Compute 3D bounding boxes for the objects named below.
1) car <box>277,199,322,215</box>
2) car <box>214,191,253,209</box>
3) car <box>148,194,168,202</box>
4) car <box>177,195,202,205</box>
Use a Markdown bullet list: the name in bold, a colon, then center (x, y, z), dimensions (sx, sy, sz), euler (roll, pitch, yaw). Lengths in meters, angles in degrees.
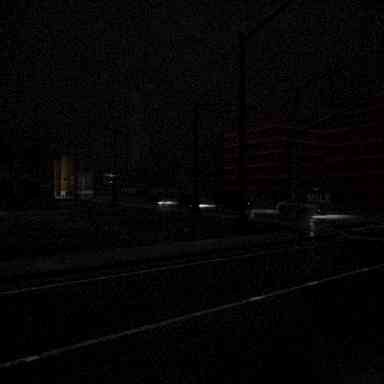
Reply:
- **car**: center (10.446, 1.393, 32.665), dimensions (1.812, 1.442, 4.674), euler (0, 1, -34)
- **car**: center (4.972, 0.950, 40.670), dimensions (2.150, 2.045, 5.566), euler (0, 1, -35)
- **car**: center (-5.832, 0.956, 56.465), dimensions (1.994, 1.385, 4.181), euler (0, 1, -34)
- **car**: center (-0.379, 1.126, 48.481), dimensions (1.994, 1.385, 4.181), euler (0, 1, -34)
